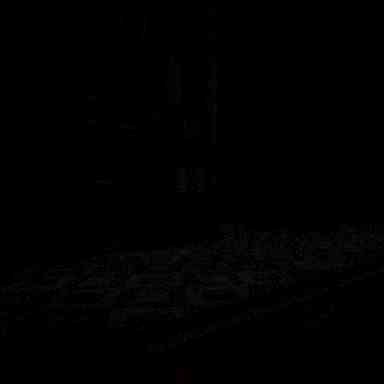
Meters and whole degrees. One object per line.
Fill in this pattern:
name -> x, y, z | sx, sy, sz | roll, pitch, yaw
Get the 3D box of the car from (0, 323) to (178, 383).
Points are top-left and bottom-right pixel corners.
car -> -2.447, 1.587, 1.336 | 5.357, 1.411, 2.033 | 0, -1, -40
